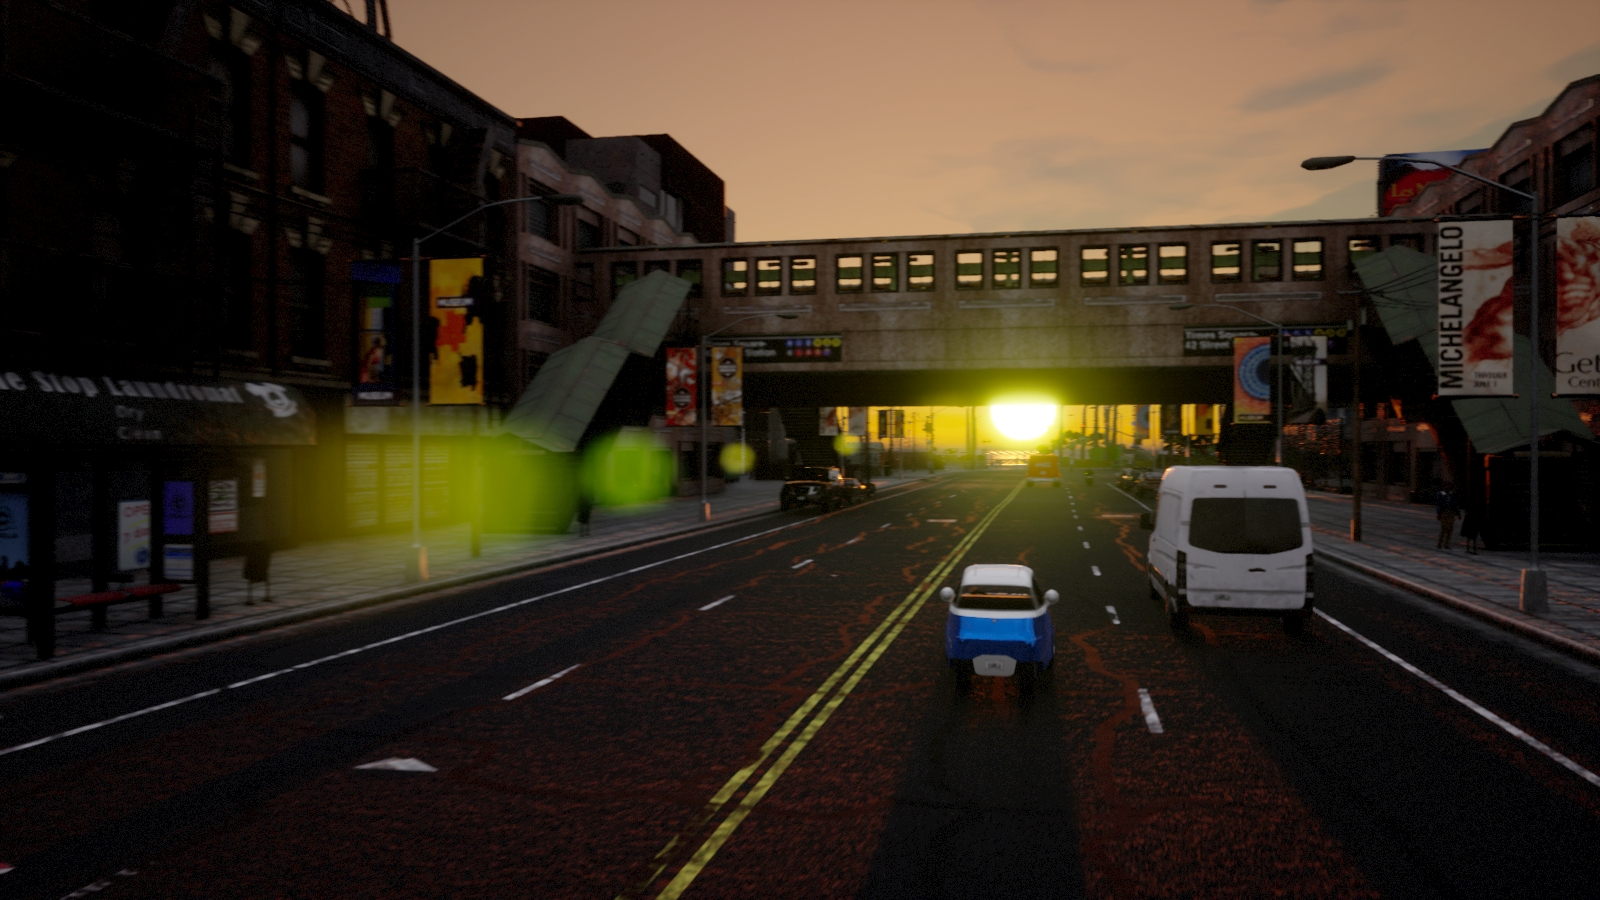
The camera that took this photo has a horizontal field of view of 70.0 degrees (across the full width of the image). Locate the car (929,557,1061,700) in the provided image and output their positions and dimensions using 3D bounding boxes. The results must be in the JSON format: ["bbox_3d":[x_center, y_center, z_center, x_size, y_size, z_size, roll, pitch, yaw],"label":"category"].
[{"bbox_3d":[2.437,2.123,14.090,1.481,1.376,2.207,0,0,12],"label":"car"}]

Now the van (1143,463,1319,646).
[{"bbox_3d":[7.142,1.542,19.580,1.988,2.561,5.915,0,0,12],"label":"van"}]

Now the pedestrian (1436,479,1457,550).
[{"bbox_3d":[17.121,1.713,30.260,0.375,1.860,0.375,0,0,5],"label":"pedestrian"}]
